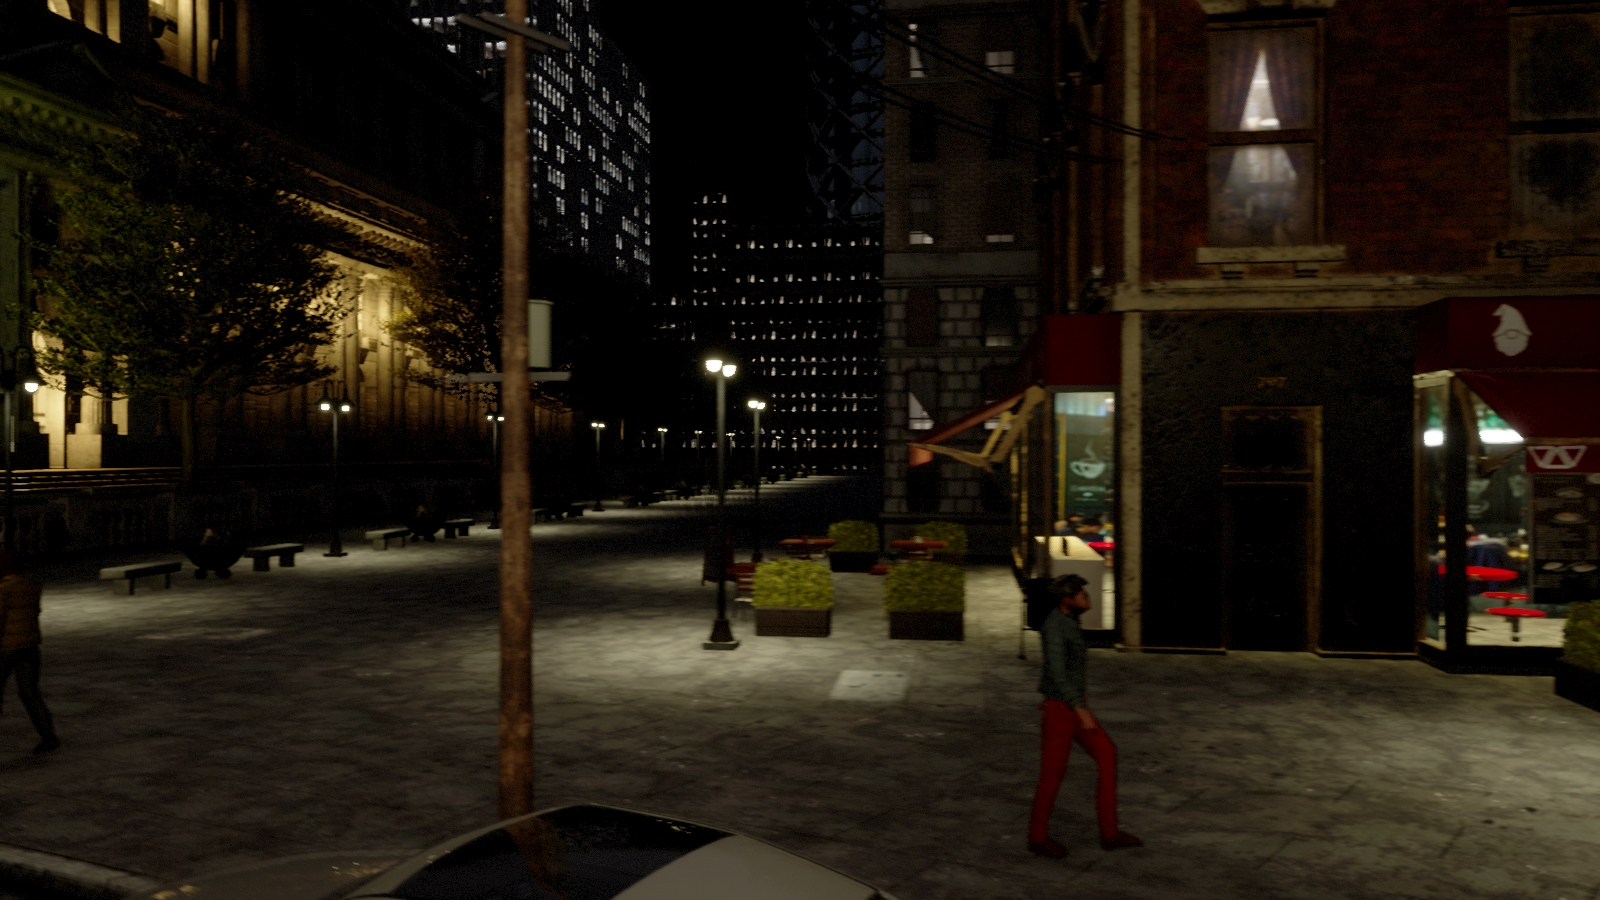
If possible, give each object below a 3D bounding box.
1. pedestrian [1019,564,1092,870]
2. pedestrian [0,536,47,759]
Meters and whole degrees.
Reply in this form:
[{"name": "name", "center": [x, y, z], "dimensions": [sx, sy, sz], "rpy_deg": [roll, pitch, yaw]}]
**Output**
[{"name": "pedestrian", "center": [1.655, 1.693, 7.392], "dimensions": [0.375, 1.860, 0.375], "rpy_deg": [0, 0, 28]}, {"name": "pedestrian", "center": [-6.864, 1.695, 9.940], "dimensions": [0.375, 1.860, 0.375], "rpy_deg": [0, 0, 18]}]
